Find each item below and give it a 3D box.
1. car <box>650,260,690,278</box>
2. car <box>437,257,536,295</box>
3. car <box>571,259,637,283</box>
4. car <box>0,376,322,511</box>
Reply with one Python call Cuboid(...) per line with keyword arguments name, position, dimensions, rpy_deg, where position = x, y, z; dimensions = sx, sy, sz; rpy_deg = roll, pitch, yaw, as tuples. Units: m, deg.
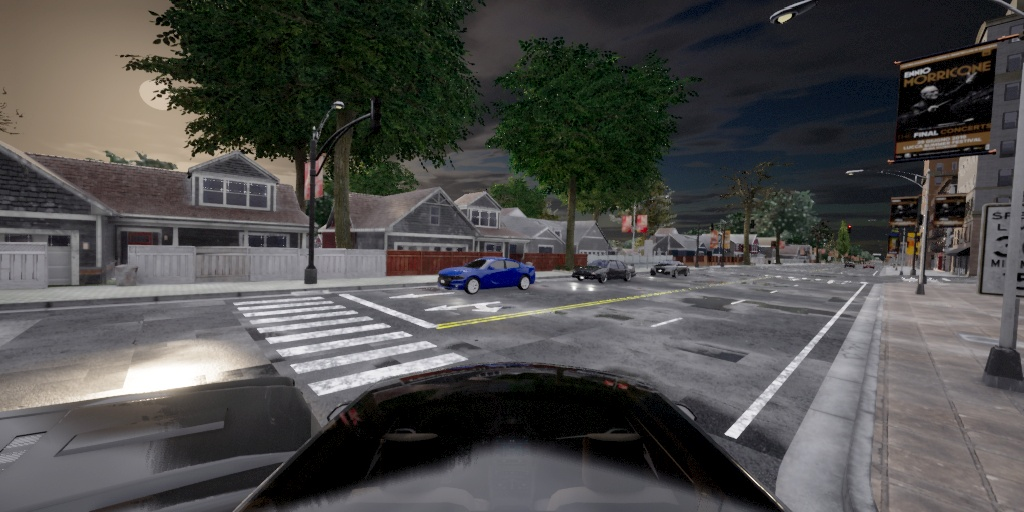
Cuboid(name="car", position=(13.383, 1.022, 30.298), dimensions=(4.181, 1.385, 1.994), rpy_deg=(1, 2, -44))
Cuboid(name="car", position=(-1.046, 0.797, 16.525), dimensions=(5.008, 1.535, 1.882), rpy_deg=(0, 2, -44))
Cuboid(name="car", position=(6.152, 0.934, 23.411), dimensions=(5.357, 1.411, 2.033), rpy_deg=(1, 2, -44))
Cuboid(name="car", position=(-3.315, 1.281, 1.351), dimensions=(4.718, 1.301, 1.895), rpy_deg=(1, 2, -34))
